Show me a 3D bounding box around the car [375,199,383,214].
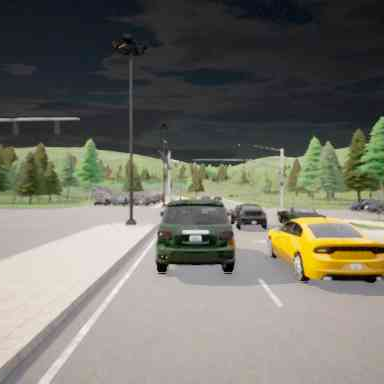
[{"bbox_3d":[20.833,1.379,32.224,4.553,1.767,2.097,0,0,1],"label":"car"}]

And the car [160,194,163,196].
[{"bbox_3d":[-8.007,1.618,72.491,1.994,1.385,4.181,0,0,0],"label":"car"}]

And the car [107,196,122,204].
[{"bbox_3d":[-15.007,1.564,64.661,1.837,1.490,4.892,0,0,0],"label":"car"}]

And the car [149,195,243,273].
[{"bbox_3d":[0.097,1.231,10.849,2.150,2.045,5.566,0,0,0],"label":"car"}]

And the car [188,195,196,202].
[{"bbox_3d":[-0.006,1.551,82.425,1.882,1.535,5.008,0,0,0],"label":"car"}]

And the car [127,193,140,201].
[{"bbox_3d":[-14.996,1.302,85.590,2.150,2.045,5.566,0,0,0],"label":"car"}]

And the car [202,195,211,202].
[{"bbox_3d":[3.493,1.597,80.768,2.128,1.511,4.902,0,0,0],"label":"car"}]

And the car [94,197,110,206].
[{"bbox_3d":[-15.059,1.615,55.988,1.994,1.385,4.181,0,0,0],"label":"car"}]

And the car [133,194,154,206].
[{"bbox_3d":[-8.070,1.541,54.902,2.128,1.511,4.902,0,0,0],"label":"car"}]

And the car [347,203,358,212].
[{"bbox_3d":[20.832,1.558,39.226,4.674,1.442,1.812,0,0,1],"label":"car"}]

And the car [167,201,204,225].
[{"bbox_3d":[-0.608,1.529,25.793,1.837,1.490,4.892,2,0,-14],"label":"car"}]

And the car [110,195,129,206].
[{"bbox_3d":[-11.615,1.575,54.558,1.812,1.442,4.674,0,0,1],"label":"car"}]

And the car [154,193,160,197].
[{"bbox_3d":[-8.007,1.410,63.983,2.097,1.767,4.553,0,0,0],"label":"car"}]

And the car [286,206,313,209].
[{"bbox_3d":[7.099,1.620,22.291,1.895,1.301,4.718,0,0,0],"label":"car"}]

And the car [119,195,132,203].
[{"bbox_3d":[-15.008,1.546,75.049,1.882,1.535,5.008,0,0,0],"label":"car"}]

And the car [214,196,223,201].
[{"bbox_3d":[7.034,1.673,88.777,1.895,1.301,4.718,0,0,1],"label":"car"}]

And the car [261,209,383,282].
[{"bbox_3d":[3.597,1.486,9.772,1.882,1.535,5.008,0,0,0],"label":"car"}]

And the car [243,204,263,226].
[{"bbox_3d":[3.599,1.524,21.701,1.837,1.490,4.892,0,0,0],"label":"car"}]

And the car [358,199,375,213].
[{"bbox_3d":[21.115,1.521,35.722,4.902,1.511,2.128,0,0,1],"label":"car"}]
